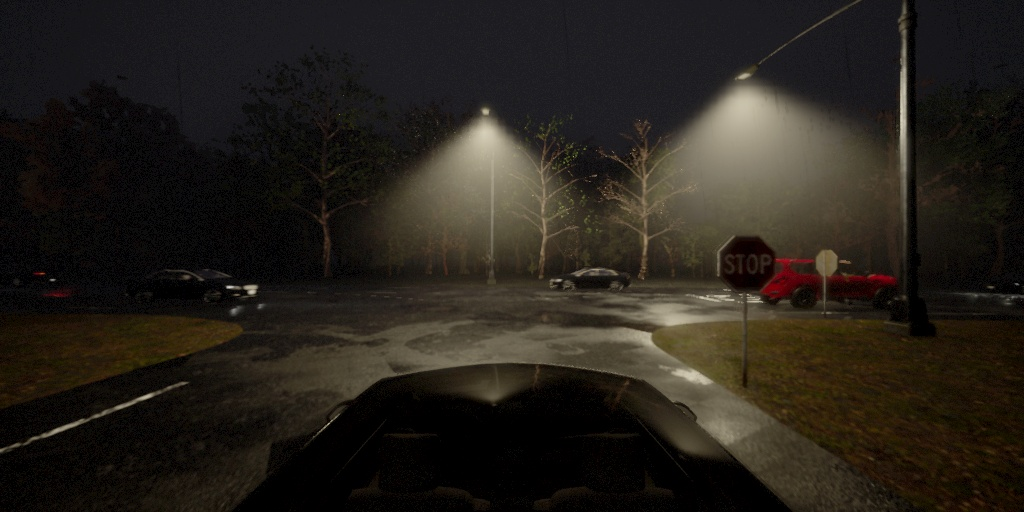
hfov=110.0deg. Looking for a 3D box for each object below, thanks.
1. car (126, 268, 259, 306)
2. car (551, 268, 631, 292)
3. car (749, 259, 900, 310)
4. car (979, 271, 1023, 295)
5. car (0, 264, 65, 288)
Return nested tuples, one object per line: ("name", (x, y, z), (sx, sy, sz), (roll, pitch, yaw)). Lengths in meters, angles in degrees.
("car", (-13.724, 1.282, 15.582), (4.902, 1.511, 2.128), (0, -1, 1))
("car", (4.910, 1.491, 22.458), (4.902, 1.511, 2.128), (0, -1, 0))
("car", (13.318, 1.169, 15.416), (5.566, 2.045, 2.150), (0, -1, 0))
("car", (32.217, 1.630, 22.239), (5.008, 1.535, 1.882), (-1, -1, 0))
("car", (-31.809, 1.261, 22.995), (4.892, 1.490, 1.837), (0, 0, 1))
